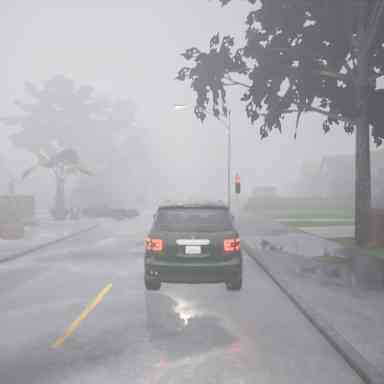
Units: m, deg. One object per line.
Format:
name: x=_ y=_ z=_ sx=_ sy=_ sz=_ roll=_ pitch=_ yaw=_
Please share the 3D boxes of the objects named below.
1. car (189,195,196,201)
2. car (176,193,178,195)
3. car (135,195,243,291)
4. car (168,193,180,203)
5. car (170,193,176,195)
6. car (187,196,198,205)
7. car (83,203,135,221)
car: x=0.094 y=1.460 z=88.123 sx=1.882 sy=1.535 sz=5.008 roll=0 pitch=0 yaw=0
car: x=-3.992 y=1.479 z=62.812 sx=2.128 sy=1.511 sz=4.902 roll=0 pitch=0 yaw=0
car: x=0.047 y=1.220 z=9.170 sx=2.150 sy=2.045 sz=5.566 roll=0 pitch=0 yaw=1
car: x=-3.922 y=1.211 z=73.325 sx=2.150 sy=2.045 sz=5.566 roll=0 pitch=0 yaw=0
car: x=-4.036 y=1.342 z=52.410 sx=2.097 sy=1.767 sz=4.553 roll=0 pitch=0 yaw=0
car: x=0.161 y=1.493 z=58.669 sx=1.837 sy=1.490 sz=4.892 roll=0 pitch=0 yaw=0
car: x=-6.589 y=1.595 z=27.384 sx=4.718 sy=1.301 sz=1.895 roll=0 pitch=0 yaw=27
